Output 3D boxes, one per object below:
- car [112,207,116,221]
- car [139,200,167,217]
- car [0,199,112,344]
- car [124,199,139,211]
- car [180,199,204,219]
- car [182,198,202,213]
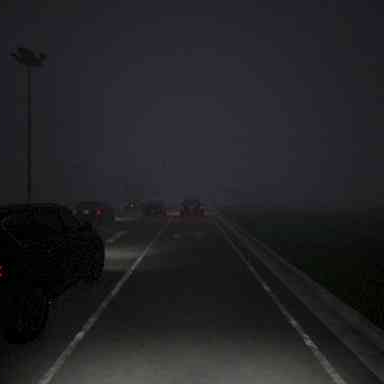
[{"bbox_3d":[-6.903,1.355,23.843,2.097,1.767,4.553,0,0,0],"label":"car"},{"bbox_3d":[-3.402,1.482,30.872,1.882,1.535,5.008,0,0,0],"label":"car"},{"bbox_3d":[-3.402,1.223,6.547,2.150,2.045,5.566,0,0,0],"label":"car"},{"bbox_3d":[-6.903,1.568,40.244,1.994,1.385,4.181,0,0,0],"label":"car"},{"bbox_3d":[-0.002,1.356,29.573,2.097,1.767,4.553,0,0,0],"label":"car"},{"bbox_3d":[-0.003,1.496,38.687,2.128,1.511,4.902,0,0,0],"label":"car"}]
